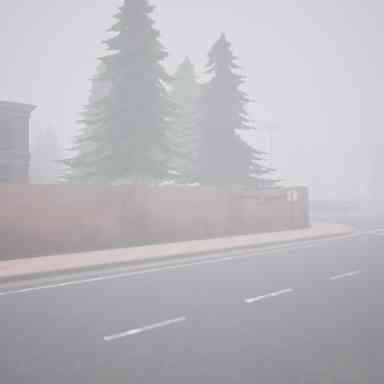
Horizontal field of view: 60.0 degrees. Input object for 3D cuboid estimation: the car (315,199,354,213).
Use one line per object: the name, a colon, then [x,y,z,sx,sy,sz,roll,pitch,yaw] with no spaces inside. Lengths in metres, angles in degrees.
car: [14.823,1.531,36.615,2.033,1.411,5.357,0,0,-35]

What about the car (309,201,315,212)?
car: [10.576,1.487,36.555,1.837,1.490,4.892,0,1,-35]
